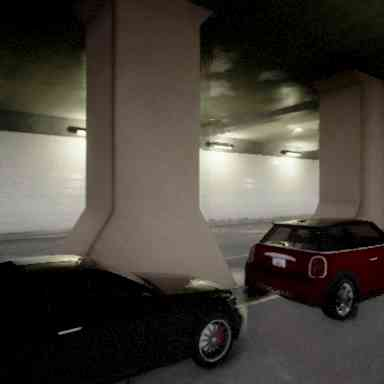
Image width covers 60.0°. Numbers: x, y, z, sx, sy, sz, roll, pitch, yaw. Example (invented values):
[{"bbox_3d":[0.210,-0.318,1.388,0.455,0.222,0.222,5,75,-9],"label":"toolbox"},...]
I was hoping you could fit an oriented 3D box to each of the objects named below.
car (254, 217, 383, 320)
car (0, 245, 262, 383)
[{"bbox_3d":[3.389,1.363,7.580,4.553,1.767,2.097,0,0,-36],"label":"car"},{"bbox_3d":[-1.469,1.530,4.110,4.674,1.442,1.812,0,0,-36],"label":"car"}]
